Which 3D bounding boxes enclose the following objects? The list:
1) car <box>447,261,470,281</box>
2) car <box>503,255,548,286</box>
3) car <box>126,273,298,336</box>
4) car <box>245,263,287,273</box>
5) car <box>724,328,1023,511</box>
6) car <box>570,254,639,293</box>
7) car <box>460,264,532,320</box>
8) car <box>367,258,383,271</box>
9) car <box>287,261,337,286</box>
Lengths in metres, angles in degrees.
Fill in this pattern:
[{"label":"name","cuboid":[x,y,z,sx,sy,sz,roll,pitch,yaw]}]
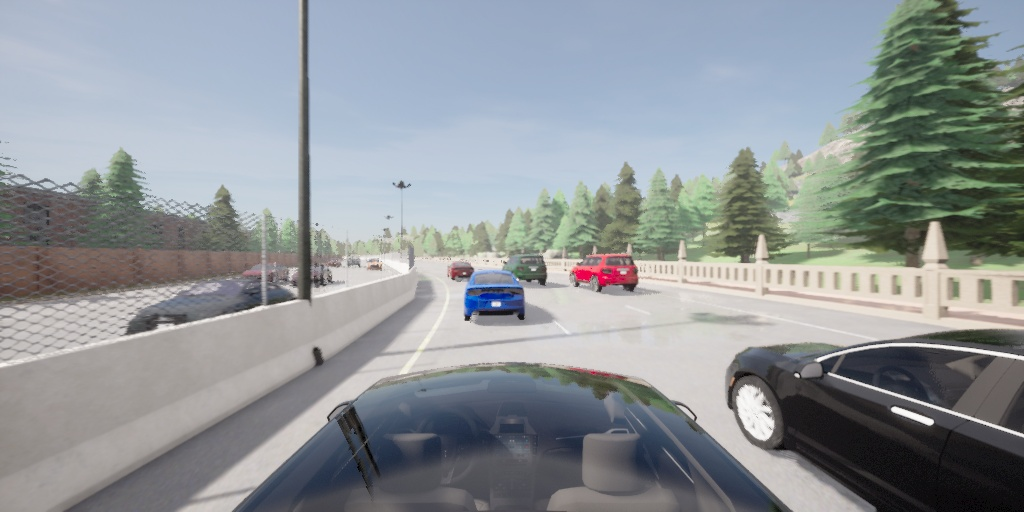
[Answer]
[{"label":"car","cuboid":[-4.438,1.213,30.632,1.882,1.535,5.008,0,0,-16]},{"label":"car","cuboid":[0.752,0.943,24.799,2.150,2.045,5.566,0,0,-13]},{"label":"car","cuboid":[-7.639,1.336,9.684,1.994,1.385,4.181,0,0,-6]},{"label":"car","cuboid":[-17.935,1.272,26.339,1.882,1.535,5.008,0,0,-17]},{"label":"car","cuboid":[3.441,1.240,2.275,1.837,1.490,4.892,0,0,-1]},{"label":"car","cuboid":[5.158,0.929,20.735,2.150,2.045,5.566,0,0,-10]},{"label":"car","cuboid":[-0.718,1.218,12.668,1.882,1.535,5.008,0,0,-6]},{"label":"car","cuboid":[-19.482,1.125,50.907,2.097,1.767,4.553,0,0,-21]},{"label":"car","cuboid":[-14.053,1.305,25.481,1.812,1.442,4.674,0,0,-16]}]
